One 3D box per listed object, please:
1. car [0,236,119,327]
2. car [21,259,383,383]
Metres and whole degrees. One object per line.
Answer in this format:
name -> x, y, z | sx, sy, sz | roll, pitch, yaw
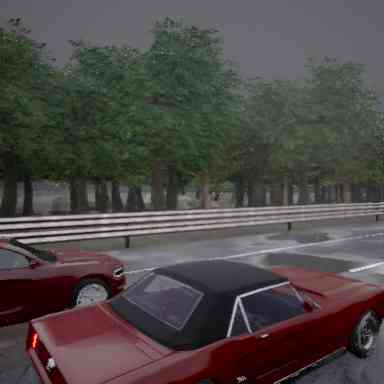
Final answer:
car -> -3.582, 1.464, 5.570 | 5.008, 1.535, 1.882 | 0, 0, -36
car -> 0.603, 1.593, 4.299 | 4.718, 1.301, 1.895 | 0, 0, -36
